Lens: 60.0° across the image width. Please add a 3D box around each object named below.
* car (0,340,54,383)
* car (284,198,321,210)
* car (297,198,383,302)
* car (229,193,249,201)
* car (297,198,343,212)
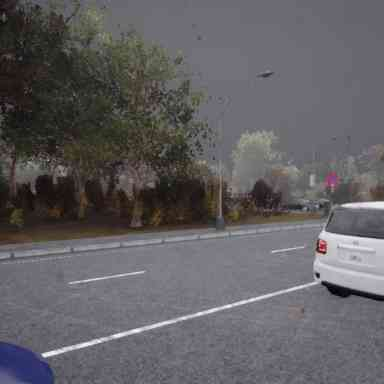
[{"bbox_3d":[-3.103,1.526,1.529,4.674,1.442,1.812,0,0,-36],"label":"car"},{"bbox_3d":[12.508,1.488,38.731,2.128,1.511,4.902,0,0,-33],"label":"car"},{"bbox_3d":[5.017,1.221,7.332,5.566,2.045,2.150,0,0,-35],"label":"car"},{"bbox_3d":[7.263,1.209,47.061,2.150,2.045,5.566,0,0,-32],"label":"car"},{"bbox_3d":[15.537,1.487,40.515,2.128,1.511,4.902,0,0,-32],"label":"car"}]
